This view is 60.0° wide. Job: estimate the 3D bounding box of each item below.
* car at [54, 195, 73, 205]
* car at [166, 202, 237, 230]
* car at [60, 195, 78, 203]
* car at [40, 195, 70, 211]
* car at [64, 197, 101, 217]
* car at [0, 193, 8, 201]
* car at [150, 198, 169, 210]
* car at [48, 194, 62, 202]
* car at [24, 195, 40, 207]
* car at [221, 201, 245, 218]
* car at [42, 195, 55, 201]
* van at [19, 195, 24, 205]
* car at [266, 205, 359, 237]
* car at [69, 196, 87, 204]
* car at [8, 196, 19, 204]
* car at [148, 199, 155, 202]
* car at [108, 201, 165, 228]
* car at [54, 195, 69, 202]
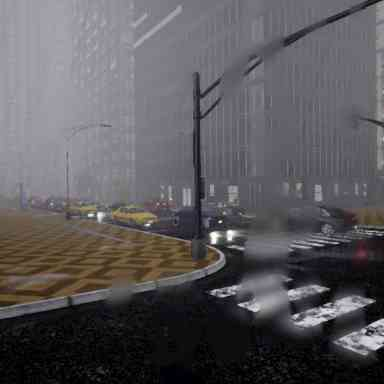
[{"bbox_3d":[-22.378,1.358,57.868,1.882,1.535,5.008,-1,1,-35],"label":"car"},{"bbox_3d":[0.489,1.558,21.031,1.994,1.385,4.181,-1,1,-36],"label":"car"},{"bbox_3d":[-23.578,1.385,63.745,2.008,1.369,4.403,-1,1,-36],"label":"car"},{"bbox_3d":[-16.991,1.429,41.099,1.967,1.590,4.097,-1,1,-36],"label":"car"},{"bbox_3d":[-10.448,1.533,31.908,1.752,1.417,4.829,-1,1,-36],"label":"car"},{"bbox_3d":[-46.203,1.449,81.694,1.887,1.381,4.507,-1,1,-36],"label":"car"},{"bbox_3d":[-4.057,1.328,36.716,1.967,1.590,4.097,-1,1,-36],"label":"car"},{"bbox_3d":[-30.070,1.256,72.765,1.967,1.590,4.097,-1,1,-36],"label":"car"},{"bbox_3d":[-23.483,1.411,50.120,1.967,1.590,4.097,-1,1,-36],"label":"car"},{"bbox_3d":[2.495,1.455,27.736,2.008,1.369,4.403,-1,1,-36],"label":"car"},{"bbox_3d":[-33.415,1.331,77.414,1.752,1.417,4.829,-1,1,-36],"label":"car"},{"bbox_3d":[-26.730,1.303,54.630,1.690,1.788,3.998,-1,1,-36],"label":"van"},{"bbox_3d":[6.346,1.465,18.019,1.837,1.490,4.892,-5,3,-44],"label":"car"},{"bbox_3d":[-20.332,1.388,59.234,1.887,1.381,4.507,-1,1,-36],"label":"car"},{"bbox_3d":[-33.219,1.494,63.652,2.008,1.369,4.403,-1,1,-36],"label":"car"},{"bbox_3d":[-5.733,1.525,29.677,2.033,1.411,5.357,-1,1,-36],"label":"car"},{"bbox_3d":[-4.012,1.552,22.844,1.752,1.417,4.829,-1,1,-36],"label":"car"},{"bbox_3d":[-26.823,1.407,68.255,1.802,1.307,4.206,-1,1,-36],"label":"car"}]
